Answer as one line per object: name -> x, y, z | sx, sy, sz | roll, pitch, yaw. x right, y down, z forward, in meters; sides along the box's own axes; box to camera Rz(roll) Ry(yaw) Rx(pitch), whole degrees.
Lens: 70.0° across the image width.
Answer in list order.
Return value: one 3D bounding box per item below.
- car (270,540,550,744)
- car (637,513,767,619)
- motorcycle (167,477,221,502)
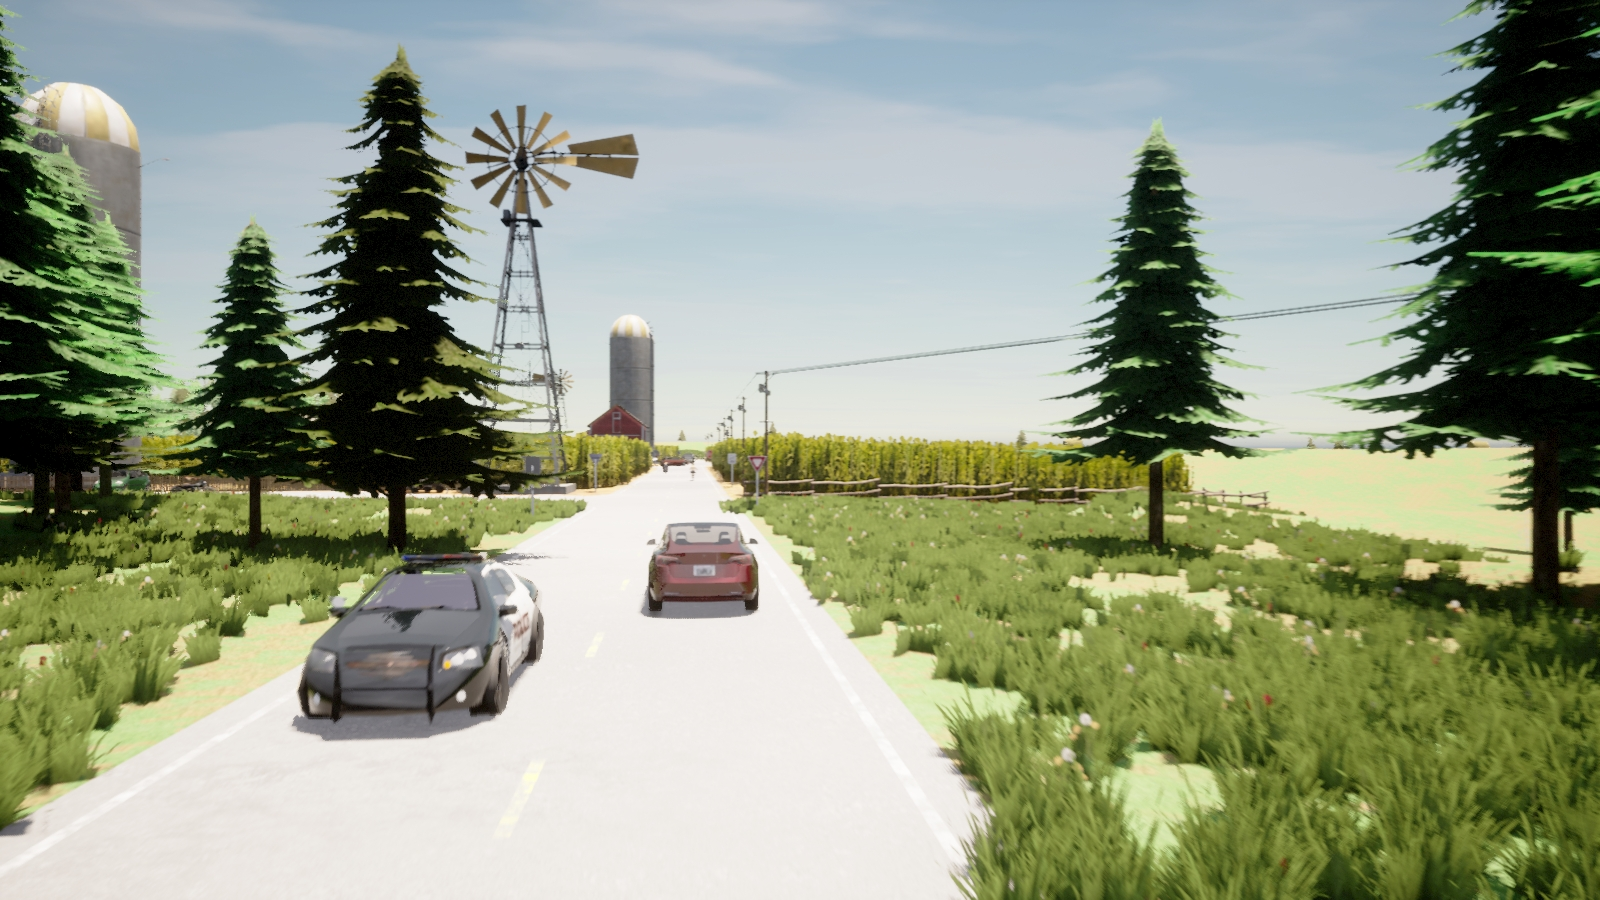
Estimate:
car -> -4.295, 2.039, 13.504 | 2.038, 1.542, 4.974 | 0, 0, -5
car -> -1.850, 2.063, 21.441 | 2.163, 1.488, 4.792 | 0, 0, -5
motorcycle -> -31.591, 2.041, 59.608 | 2.356, 1.277, 0.764 | 0, 0, -5
